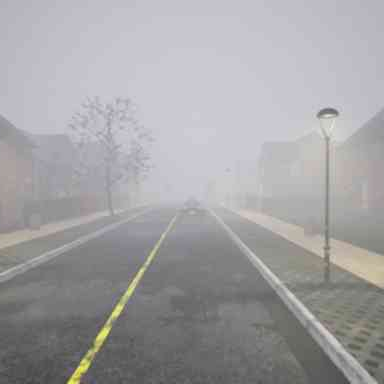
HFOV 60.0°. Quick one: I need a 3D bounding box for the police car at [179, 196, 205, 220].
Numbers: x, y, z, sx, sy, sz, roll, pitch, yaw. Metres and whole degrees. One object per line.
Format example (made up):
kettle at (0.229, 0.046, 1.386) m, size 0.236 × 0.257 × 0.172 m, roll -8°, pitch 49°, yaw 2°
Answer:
police car at (0.032, 1.331, 26.345) m, size 2.038 × 1.542 × 4.974 m, roll 0°, pitch 0°, yaw 0°
